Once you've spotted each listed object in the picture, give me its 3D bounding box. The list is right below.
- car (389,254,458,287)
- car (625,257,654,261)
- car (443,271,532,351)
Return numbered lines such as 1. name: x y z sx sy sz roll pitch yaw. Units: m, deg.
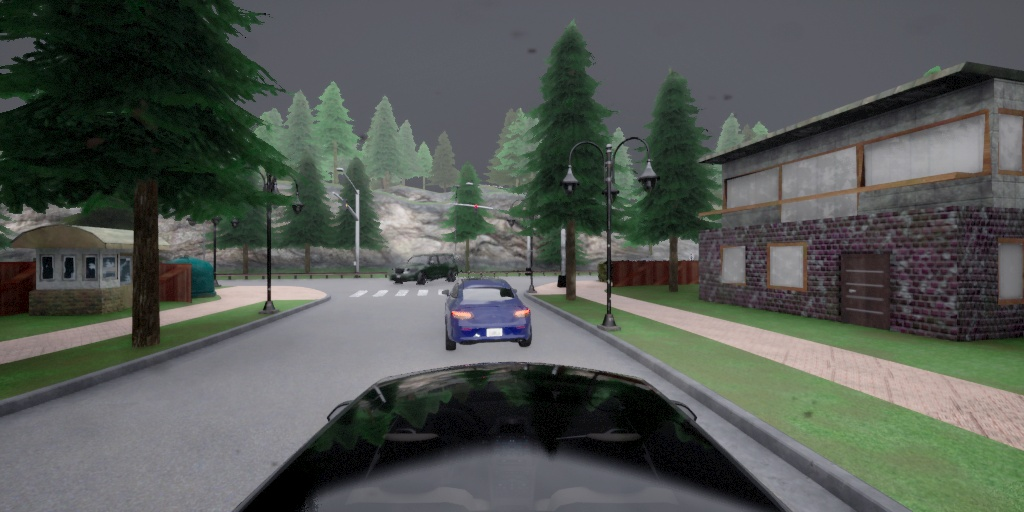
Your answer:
1. car: -5.860 0.881 24.508 2.150 2.045 5.566 -1 0 24
2. car: 10.983 0.945 32.456 4.553 1.767 2.097 0 0 -12
3. car: -0.756 1.276 9.025 1.812 1.442 4.674 0 0 -11
